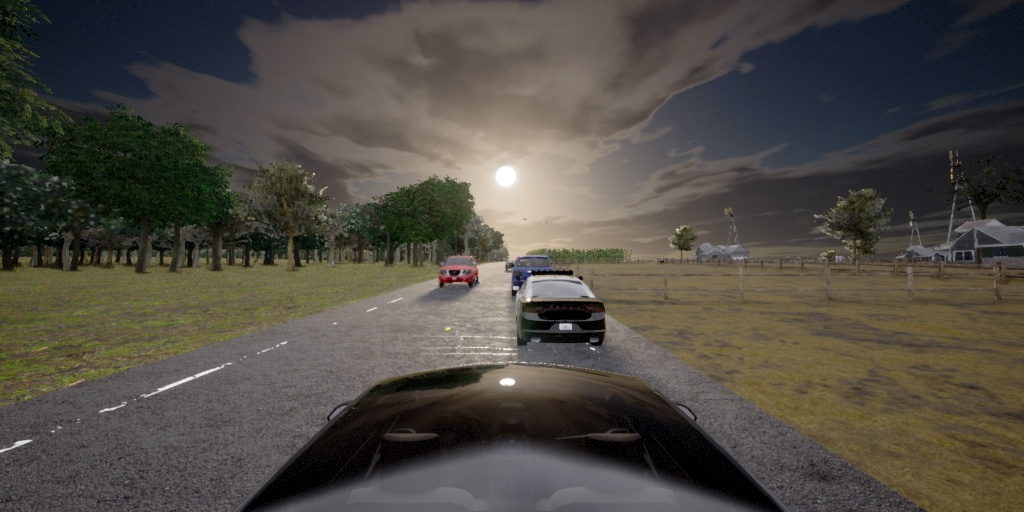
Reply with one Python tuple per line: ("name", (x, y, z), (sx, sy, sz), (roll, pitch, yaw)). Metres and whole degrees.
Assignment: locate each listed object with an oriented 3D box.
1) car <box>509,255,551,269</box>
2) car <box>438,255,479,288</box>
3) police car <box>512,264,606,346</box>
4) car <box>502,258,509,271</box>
("car", (1.052, 0.982, 19.534), (2.150, 2.045, 5.566), (0, 0, 0))
("car", (-3.499, 0.980, 24.432), (2.150, 2.045, 5.566), (0, 0, 0))
("police car", (1.050, 1.180, 9.602), (1.930, 1.638, 5.238), (0, 0, 0))
("car", (0.042, 1.250, 50.110), (2.128, 1.511, 4.902), (0, 0, 1))
